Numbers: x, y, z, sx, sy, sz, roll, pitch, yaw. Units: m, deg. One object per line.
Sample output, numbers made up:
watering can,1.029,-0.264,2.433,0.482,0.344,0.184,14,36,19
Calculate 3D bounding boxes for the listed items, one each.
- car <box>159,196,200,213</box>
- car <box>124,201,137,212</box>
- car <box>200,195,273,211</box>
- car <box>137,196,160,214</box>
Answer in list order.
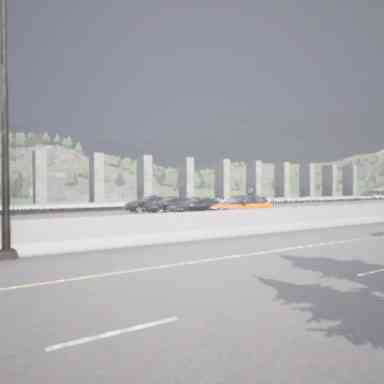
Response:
car,0.358,1.171,24.670,4.892,1.490,1.837,0,0,-31
car,-3.719,1.109,30.400,4.892,1.490,1.837,0,0,-31
car,3.210,1.040,22.039,4.553,1.767,2.097,-1,1,-30
car,-1.676,1.140,27.541,4.892,1.490,1.837,0,0,-31
